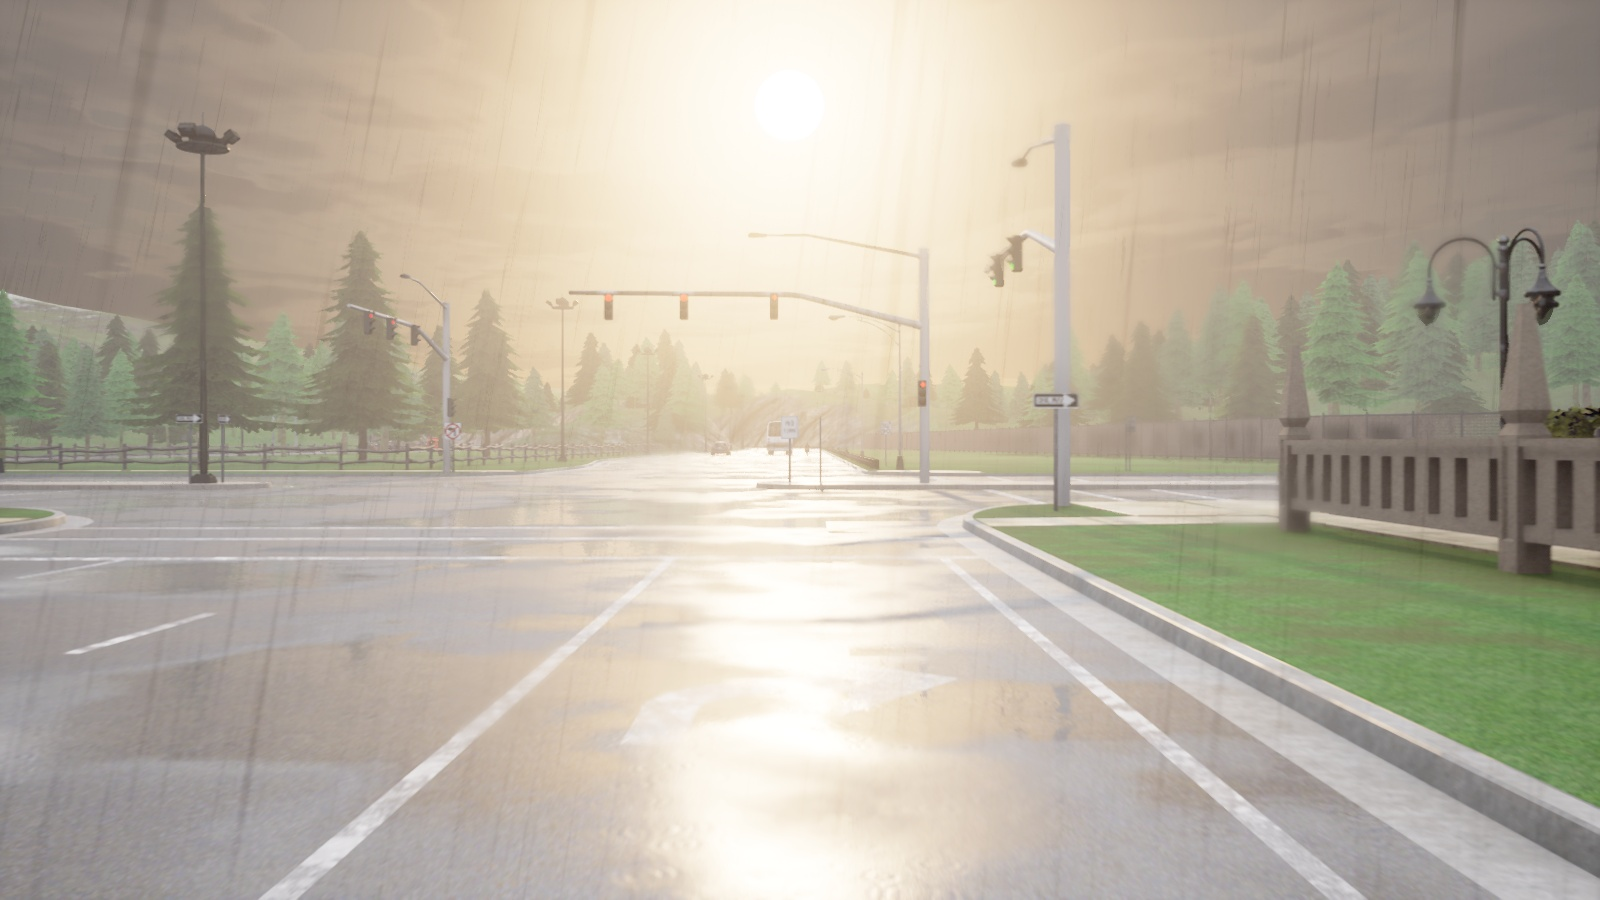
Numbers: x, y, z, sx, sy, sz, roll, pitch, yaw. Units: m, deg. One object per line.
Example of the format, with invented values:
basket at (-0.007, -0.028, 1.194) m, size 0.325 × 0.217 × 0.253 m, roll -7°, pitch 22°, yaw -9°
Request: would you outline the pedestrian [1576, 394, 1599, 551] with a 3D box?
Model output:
pedestrian at (10.256, 0.275, 15.643) m, size 0.659 × 1.952 × 0.873 m, roll 0°, pitch 0°, yaw 3°
